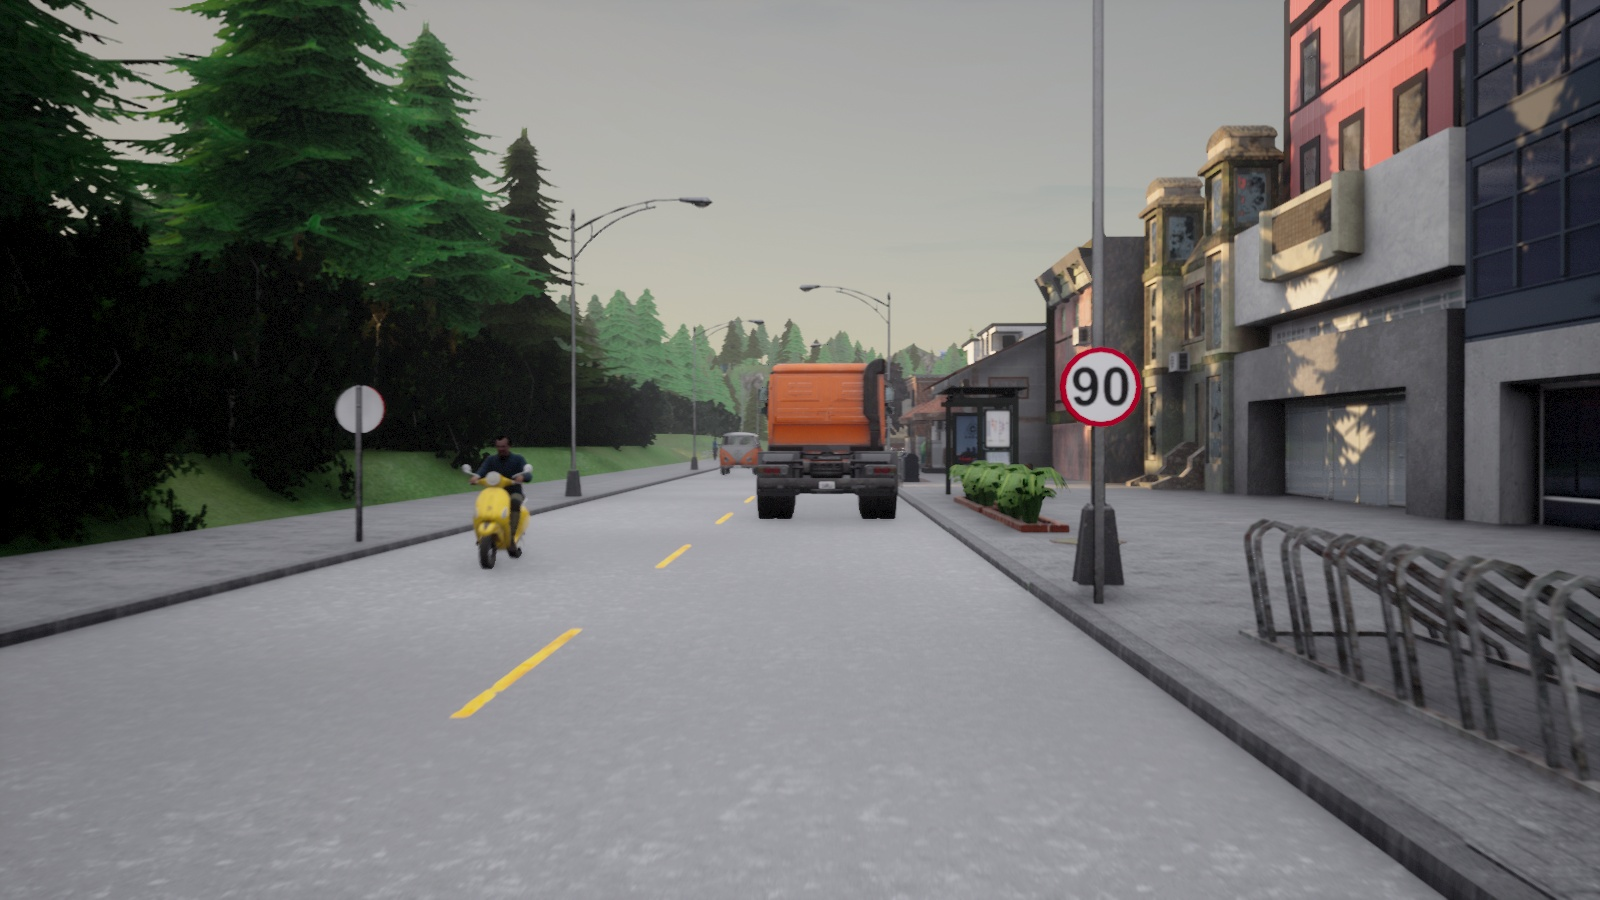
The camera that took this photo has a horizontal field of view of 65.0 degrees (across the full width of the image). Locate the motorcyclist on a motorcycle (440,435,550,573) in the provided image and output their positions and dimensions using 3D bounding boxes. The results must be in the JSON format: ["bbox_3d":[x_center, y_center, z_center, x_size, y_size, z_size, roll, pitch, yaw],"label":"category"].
[{"bbox_3d":[-3.678,0.610,15.314,0.866,1.590,1.817,0,0,1],"label":"motorcyclist on a motorcycle"}]

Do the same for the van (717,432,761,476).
[{"bbox_3d":[-2.817,0.166,58.706,1.775,1.987,4.442,0,0,1],"label":"van"}]

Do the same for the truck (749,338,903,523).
[{"bbox_3d":[0.567,-0.390,27.594,2.891,3.462,7.936,0,0,1],"label":"truck"}]
